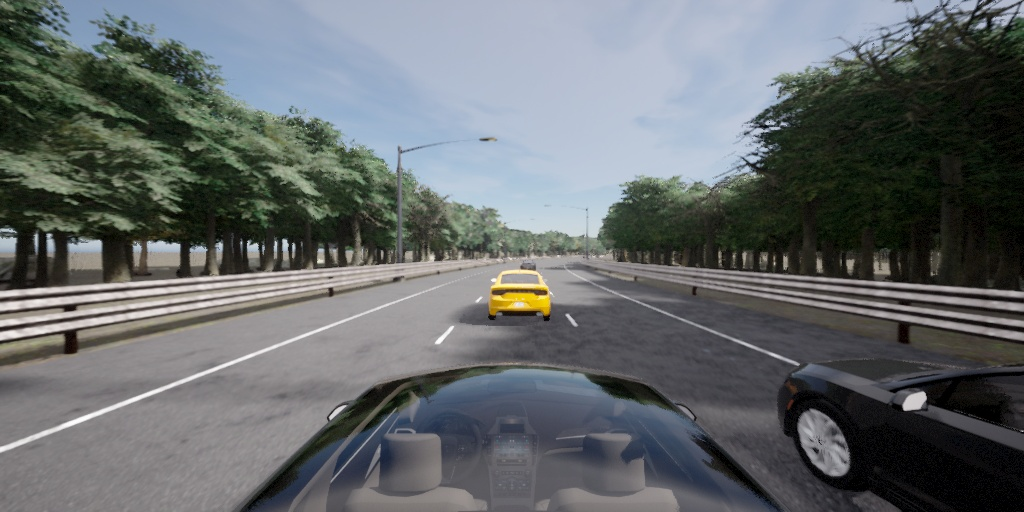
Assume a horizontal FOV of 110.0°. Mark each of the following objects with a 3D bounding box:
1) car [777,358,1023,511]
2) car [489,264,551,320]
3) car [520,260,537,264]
[{"bbox_3d":[3.629,1.258,1.682,1.837,1.490,4.892,0,0,0],"label":"car"},{"bbox_3d":[0.270,1.227,12.673,1.882,1.535,5.008,0,0,1],"label":"car"},{"bbox_3d":[2.037,1.220,44.173,2.128,1.511,4.902,0,0,5],"label":"car"}]
